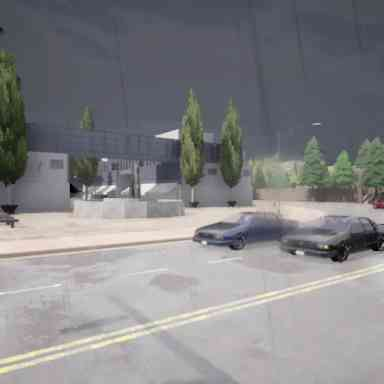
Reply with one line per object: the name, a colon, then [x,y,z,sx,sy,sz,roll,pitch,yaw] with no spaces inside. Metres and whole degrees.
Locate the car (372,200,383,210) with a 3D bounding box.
car: [25.247,1.720,43.017,1.895,1.301,4.718,0,0,4]

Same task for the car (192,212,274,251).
car: [2.580,1.574,14.495,5.357,1.411,2.033,0,0,-38]

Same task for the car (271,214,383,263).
car: [5.547,1.578,12.398,5.357,1.411,2.033,0,0,-39]
